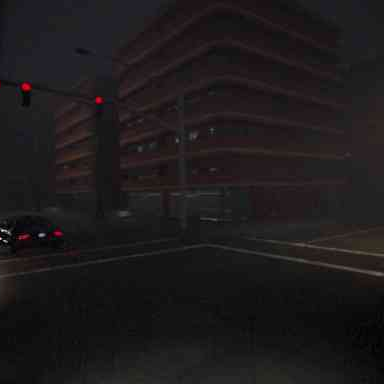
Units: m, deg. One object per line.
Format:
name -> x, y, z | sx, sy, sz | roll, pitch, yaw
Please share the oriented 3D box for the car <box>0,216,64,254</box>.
car -> -7.372, 1.769, 14.806 | 2.033, 1.411, 5.357 | -2, 0, -39
